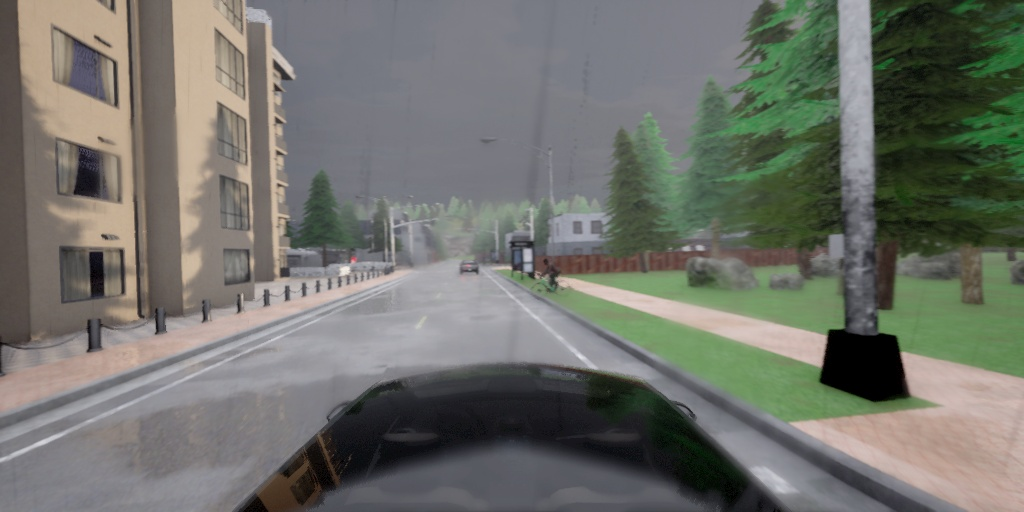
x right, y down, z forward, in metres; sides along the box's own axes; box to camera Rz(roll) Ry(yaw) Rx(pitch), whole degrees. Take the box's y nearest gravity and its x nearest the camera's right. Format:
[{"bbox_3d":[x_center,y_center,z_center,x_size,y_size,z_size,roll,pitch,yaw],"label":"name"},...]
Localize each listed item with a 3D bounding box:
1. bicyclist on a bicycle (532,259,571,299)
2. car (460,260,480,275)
[{"bbox_3d":[1.578,0.924,14.676,1.656,1.620,0.582,-4,1,-7],"label":"bicyclist on a bicycle"},{"bbox_3d":[-4.381,1.119,36.934,2.128,1.511,4.902,-2,0,-7],"label":"car"}]
